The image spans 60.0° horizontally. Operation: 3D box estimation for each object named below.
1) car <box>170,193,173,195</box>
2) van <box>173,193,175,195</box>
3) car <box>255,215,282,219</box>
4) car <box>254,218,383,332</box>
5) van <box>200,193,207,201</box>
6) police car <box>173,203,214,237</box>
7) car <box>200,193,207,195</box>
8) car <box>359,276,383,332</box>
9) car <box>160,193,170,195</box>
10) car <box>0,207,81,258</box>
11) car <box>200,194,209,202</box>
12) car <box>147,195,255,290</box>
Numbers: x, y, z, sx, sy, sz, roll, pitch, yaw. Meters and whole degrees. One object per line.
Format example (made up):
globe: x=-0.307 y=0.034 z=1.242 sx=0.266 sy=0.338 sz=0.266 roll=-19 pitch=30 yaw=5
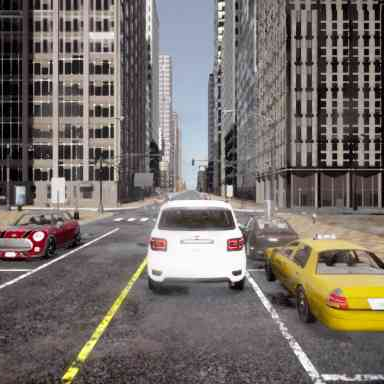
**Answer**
car: x=-5.702 y=1.242 z=67.393 sx=2.192 sy=1.841 sz=5.009 roll=0 pitch=0 yaw=0
van: x=-5.668 y=1.225 z=84.448 sx=1.690 sy=1.788 sz=3.998 roll=0 pitch=0 yaw=0
car: x=2.695 y=1.548 z=12.445 sx=2.008 sy=1.369 sz=4.403 roll=0 pitch=0 yaw=0
car: x=2.693 y=1.525 z=6.947 sx=1.752 sy=1.417 sz=4.829 roll=0 pitch=0 yaw=0
van: x=2.711 y=1.240 z=78.758 sx=1.690 sy=1.788 sz=3.998 roll=0 pitch=0 yaw=0
police car: x=0.101 y=1.498 z=19.150 sx=2.038 sy=1.542 sz=4.974 roll=0 pitch=0 yaw=1
car: x=2.802 y=1.380 z=61.705 sx=1.967 sy=1.590 sz=4.097 roll=0 pitch=0 yaw=0
car: x=2.692 y=1.551 z=1.106 sx=2.008 sy=1.369 sz=4.403 roll=0 pitch=0 yaw=0
car: x=-5.769 y=1.380 z=61.708 sx=1.967 sy=1.590 sz=4.097 roll=0 pitch=0 yaw=0
car: x=-5.685 y=1.438 z=12.445 sx=1.967 sy=1.590 sz=4.097 roll=0 pitch=0 yaw=0
car: x=2.709 y=1.353 z=73.073 sx=1.967 sy=1.590 sz=4.097 roll=0 pitch=0 yaw=0
car: x=0.102 y=1.220 z=9.230 sx=2.150 sy=2.045 sz=5.566 roll=0 pitch=0 yaw=0
